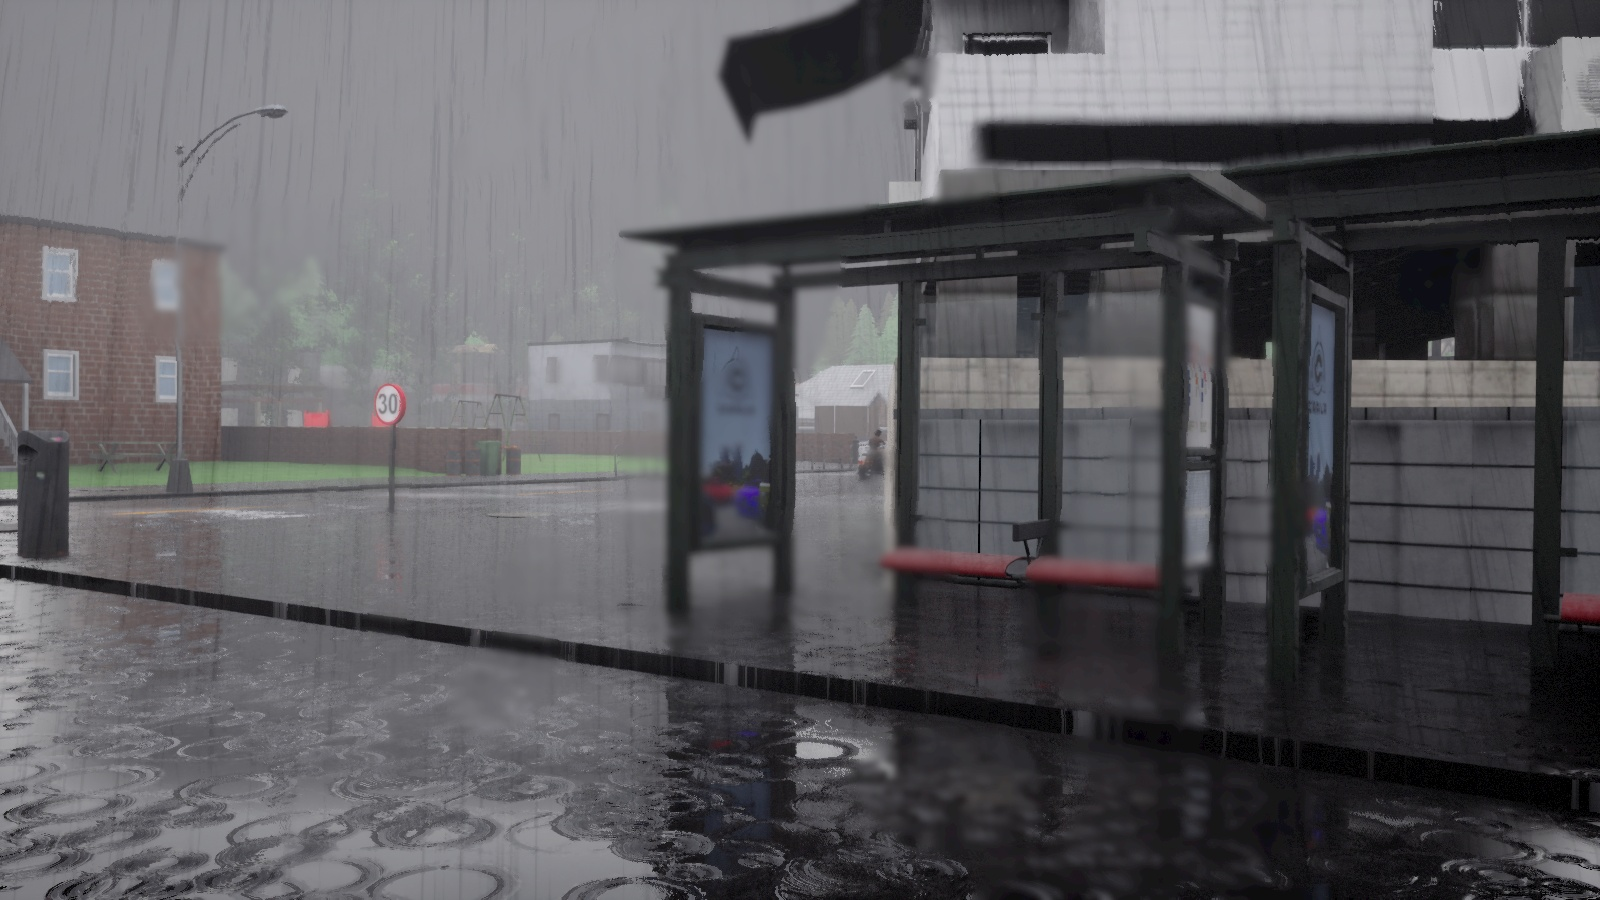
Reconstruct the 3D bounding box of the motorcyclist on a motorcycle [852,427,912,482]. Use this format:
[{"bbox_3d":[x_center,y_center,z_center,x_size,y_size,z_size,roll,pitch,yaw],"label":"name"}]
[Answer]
[{"bbox_3d":[2.554,0.130,38.703,0.766,1.649,2.350,0,1,34],"label":"motorcyclist on a motorcycle"}]
